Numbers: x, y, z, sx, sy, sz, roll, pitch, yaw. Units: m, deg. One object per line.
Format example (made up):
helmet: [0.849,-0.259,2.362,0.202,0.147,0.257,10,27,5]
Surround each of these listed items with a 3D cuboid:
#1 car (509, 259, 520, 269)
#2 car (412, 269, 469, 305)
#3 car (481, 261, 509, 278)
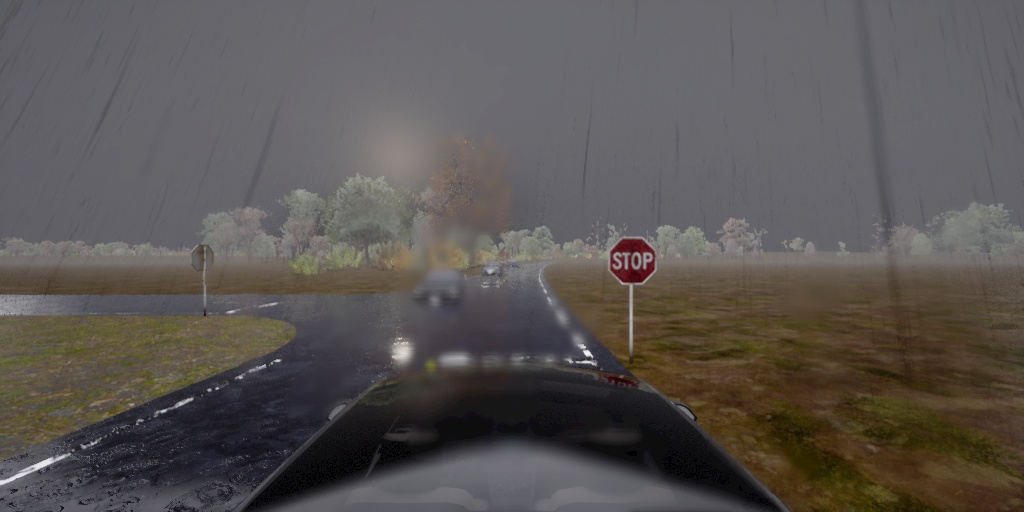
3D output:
car: [0.203,1.234,56.786,2.033,1.411,5.357,0,0,7]
car: [-2.994,1.303,16.272,2.033,1.411,5.357,0,0,-2]
car: [-1.782,1.240,34.661,2.128,1.511,4.902,0,0,4]
